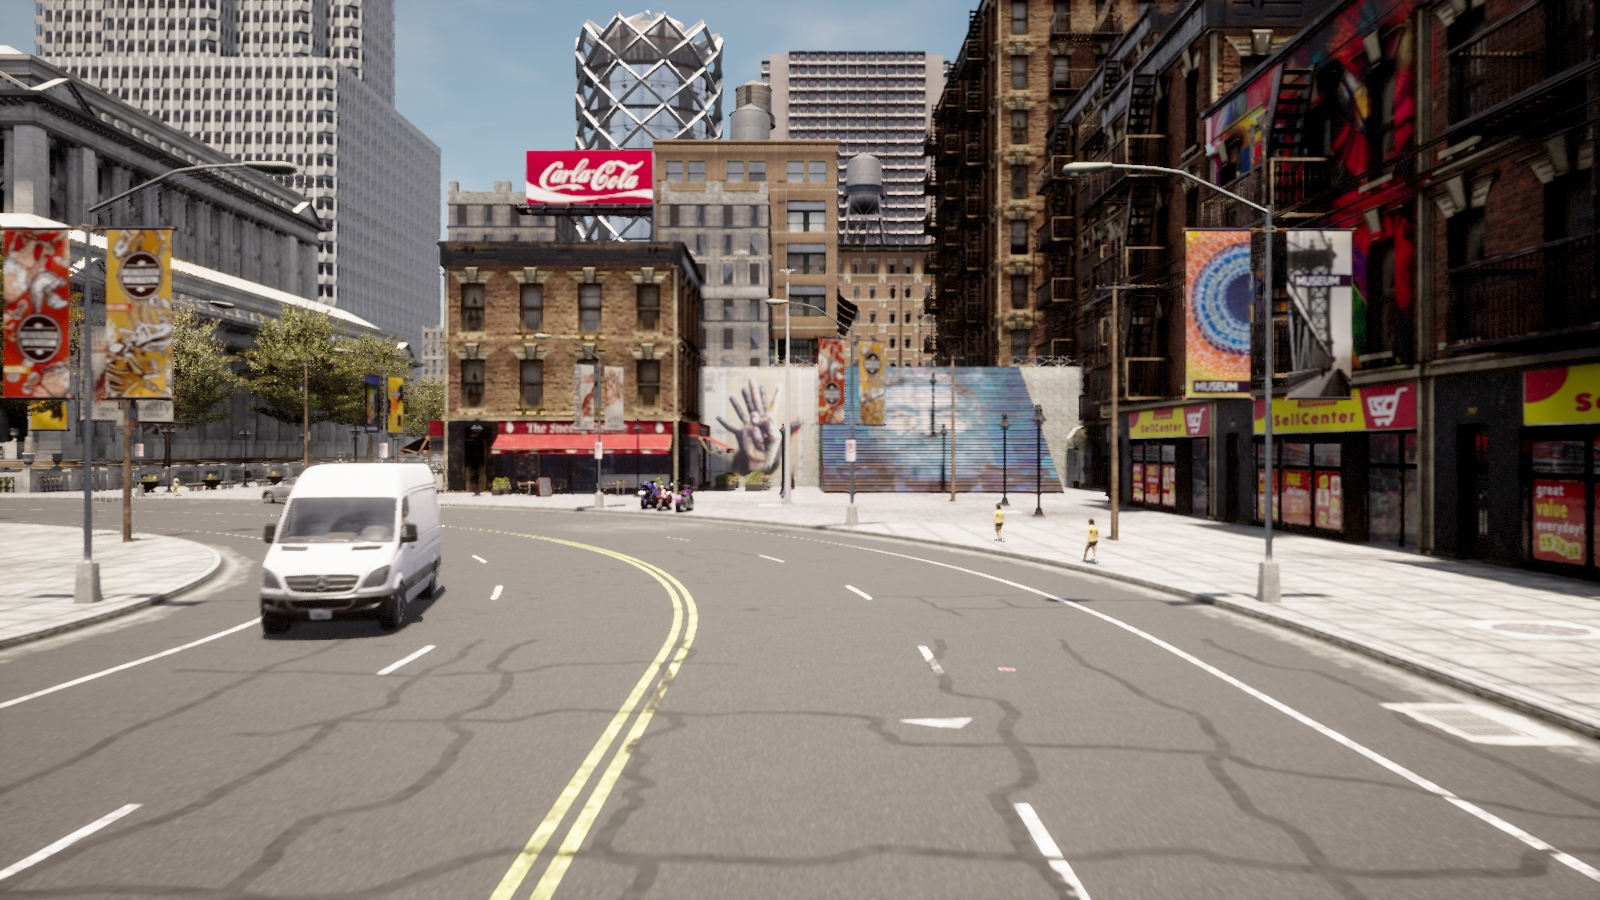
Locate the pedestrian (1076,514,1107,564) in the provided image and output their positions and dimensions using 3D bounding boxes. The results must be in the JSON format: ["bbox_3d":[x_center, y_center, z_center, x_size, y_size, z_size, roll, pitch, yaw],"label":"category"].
[{"bbox_3d":[6.812,2.076,26.727,0.500,1.100,0.500,0,0,-19],"label":"pedestrian"}]

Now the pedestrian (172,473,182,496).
[{"bbox_3d":[-35.556,1.976,65.208,0.375,1.300,0.375,0,0,2],"label":"pedestrian"}]

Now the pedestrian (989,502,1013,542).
[{"bbox_3d":[5.810,2.076,32.984,0.500,1.100,0.500,0,0,-21],"label":"pedestrian"}]

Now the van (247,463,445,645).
[{"bbox_3d":[-7.519,1.534,19.594,1.988,2.561,5.915,0,0,-10],"label":"van"}]

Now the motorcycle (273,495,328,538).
[{"bbox_3d":[-16.467,2.170,37.636,2.356,1.277,0.764,0,1,44],"label":"motorcycle"}]

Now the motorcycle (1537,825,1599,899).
[{"bbox_3d":[3.501,2.182,3.863,0.856,1.236,1.805,0,0,0],"label":"motorcycle"}]
